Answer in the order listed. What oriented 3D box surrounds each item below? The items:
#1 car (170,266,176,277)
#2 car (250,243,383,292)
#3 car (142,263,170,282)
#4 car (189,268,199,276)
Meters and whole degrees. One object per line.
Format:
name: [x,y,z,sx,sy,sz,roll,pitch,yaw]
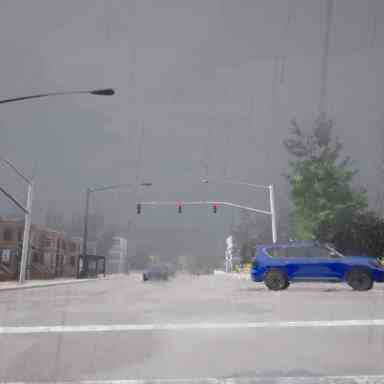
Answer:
car: [-3.396,11.653,48.527,1.837,1.490,4.892,-1,-13,0]
car: [5.378,3.306,14.797,5.566,2.045,2.150,-6,-13,20]
car: [-3.335,7.279,30.582,2.097,1.767,4.553,0,-13,-3]
car: [0.356,14.644,61.299,2.033,1.411,5.357,-1,-13,0]
